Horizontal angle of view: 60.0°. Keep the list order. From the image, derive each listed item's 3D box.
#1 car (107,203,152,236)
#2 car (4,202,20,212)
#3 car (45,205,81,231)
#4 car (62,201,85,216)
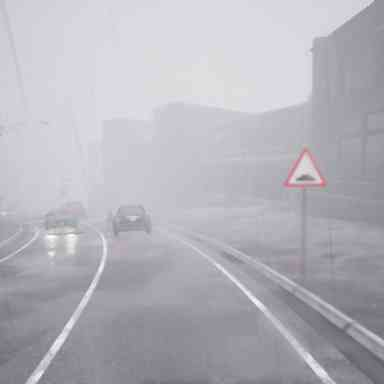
[{"bbox_3d":[-3.851,1.479,19.833,2.097,1.767,4.553,-2,1,-19],"label":"car"},{"bbox_3d":[-32.000,2.644,59.173,2.097,1.767,4.553,-2,0,-21],"label":"car"},{"bbox_3d":[-9.310,1.910,23.483,1.994,1.385,4.181,-2,0,-25],"label":"car"},{"bbox_3d":[-13.800,1.863,37.597,2.097,1.767,4.553,-4,1,-37],"label":"car"}]
